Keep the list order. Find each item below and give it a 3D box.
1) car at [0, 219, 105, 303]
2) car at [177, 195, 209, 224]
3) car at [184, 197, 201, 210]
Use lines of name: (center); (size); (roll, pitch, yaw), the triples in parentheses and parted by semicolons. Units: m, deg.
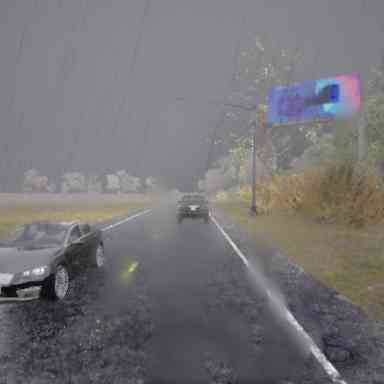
car: (-3.595, 1.488, 8.394); (2.128, 1.511, 4.902); (0, 0, 0)
car: (0.090, 1.210, 24.914); (2.150, 2.045, 5.566); (0, 0, 0)
car: (0.088, 1.471, 43.460); (2.128, 1.511, 4.902); (0, 0, 0)
